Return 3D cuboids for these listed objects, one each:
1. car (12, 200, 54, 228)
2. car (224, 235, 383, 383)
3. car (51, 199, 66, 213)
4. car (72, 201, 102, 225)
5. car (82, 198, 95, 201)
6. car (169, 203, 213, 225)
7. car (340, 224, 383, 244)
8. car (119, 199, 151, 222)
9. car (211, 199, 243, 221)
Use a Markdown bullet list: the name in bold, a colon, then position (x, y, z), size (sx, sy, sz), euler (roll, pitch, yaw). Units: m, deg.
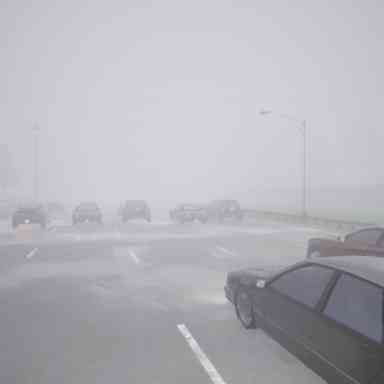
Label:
- **car**: position (-10.688, 1.506, 22.394), size (1.837, 1.490, 4.892), euler (0, 0, -17)
- **car**: position (2.189, 1.547, 4.144), size (2.033, 1.411, 5.357), euler (0, 0, -17)
- **car**: position (-15.165, 1.527, 36.924), size (1.812, 1.442, 4.674), euler (0, 0, -17)
- **car**: position (-7.561, 1.601, 24.044), size (1.895, 1.301, 4.718), euler (0, 0, -17)
- **car**: position (-11.911, 1.478, 38.267), size (1.882, 1.535, 5.008), euler (0, 0, -17)
- **car**: position (-0.348, 1.601, 24.384), size (1.895, 1.301, 4.718), euler (0, 0, -17)
- **car**: position (4.747, 1.477, 7.750), size (1.882, 1.535, 5.008), euler (0, 0, -17)
- **car**: position (-4.643, 1.352, 26.472), size (2.097, 1.767, 4.553), euler (0, 0, -17)
- **car**: position (2.417, 1.352, 27.310), size (2.097, 1.767, 4.553), euler (0, 0, -17)
